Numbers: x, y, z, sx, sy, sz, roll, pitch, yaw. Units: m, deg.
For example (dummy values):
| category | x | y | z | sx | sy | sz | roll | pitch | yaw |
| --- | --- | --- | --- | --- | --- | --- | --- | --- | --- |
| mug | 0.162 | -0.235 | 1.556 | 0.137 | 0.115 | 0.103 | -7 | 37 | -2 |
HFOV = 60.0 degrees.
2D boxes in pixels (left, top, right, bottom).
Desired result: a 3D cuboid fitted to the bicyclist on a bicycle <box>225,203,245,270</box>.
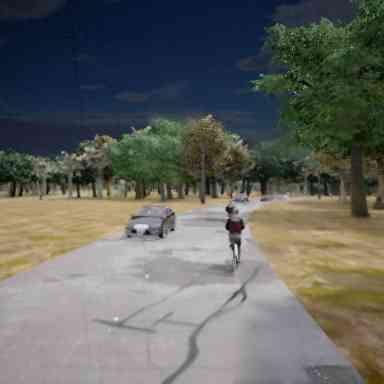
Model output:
| category | x | y | z | sx | sy | sz | roll | pitch | yaw |
| --- | --- | --- | --- | --- | --- | --- | --- | --- | --- |
| bicyclist on a bicycle | 1.294 | 1.358 | 10.071 | 0.659 | 1.776 | 1.843 | 0 | 0 | 4 |

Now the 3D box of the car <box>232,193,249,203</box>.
| category | x | y | z | sx | sy | sz | roll | pitch | yaw |
| --- | --- | --- | --- | --- | --- | --- | --- | --- | --- |
| car | 8.586 | 1.053 | 58.715 | 2.097 | 1.767 | 4.553 | 0 | 1 | 22 |

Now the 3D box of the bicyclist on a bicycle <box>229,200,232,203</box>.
| category | x | y | z | sx | sy | sz | roll | pitch | yaw |
| --- | --- | --- | --- | --- | --- | --- | --- | --- | --- |
| bicyclist on a bicycle | 2.177 | 1.332 | 18.878 | 0.659 | 1.776 | 1.843 | 0 | 0 | 7 |

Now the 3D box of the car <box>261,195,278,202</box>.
| category | x | y | z | sx | sy | sz | roll | pitch | yaw |
| --- | --- | --- | --- | --- | --- | --- | --- | --- | --- |
| car | 14.925 | 1.275 | 65.477 | 1.895 | 1.301 | 4.718 | 0 | 0 | 25 |

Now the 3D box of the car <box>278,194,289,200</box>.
| category | x | y | z | sx | sy | sz | roll | pitch | yaw |
| --- | --- | --- | --- | --- | --- | --- | --- | --- | --- |
| car | 21.457 | 1.200 | 78.269 | 1.895 | 1.301 | 4.718 | 1 | 1 | 30 |

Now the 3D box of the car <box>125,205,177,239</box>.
| category | x | y | z | sx | sy | sz | roll | pitch | yaw |
| --- | --- | --- | --- | --- | --- | --- | --- | --- | --- |
| car | -1.969 | 1.443 | 17.138 | 2.128 | 1.511 | 4.902 | 0 | 0 | 7 |
